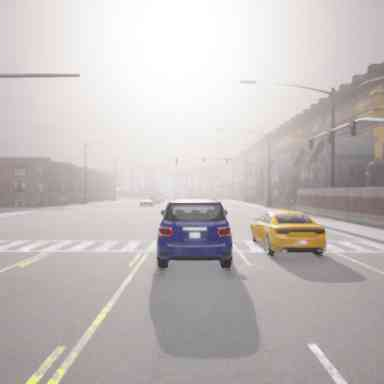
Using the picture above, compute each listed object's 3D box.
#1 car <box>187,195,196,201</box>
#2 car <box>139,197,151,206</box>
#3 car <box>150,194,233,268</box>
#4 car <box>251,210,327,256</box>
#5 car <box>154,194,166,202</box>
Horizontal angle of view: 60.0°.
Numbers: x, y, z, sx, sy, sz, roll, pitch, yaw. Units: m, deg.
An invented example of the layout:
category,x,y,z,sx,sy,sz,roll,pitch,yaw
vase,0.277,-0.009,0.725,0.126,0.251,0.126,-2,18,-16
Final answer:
category,x,y,z,sx,sy,sz,roll,pitch,yaw
car,-0.050,1.456,84.955,2.033,1.411,5.357,0,0,-3
car,-7.078,1.495,52.761,2.033,1.411,5.357,0,0,0
car,0.080,1.210,11.311,2.150,2.045,5.566,0,0,0
car,3.590,1.464,13.178,1.882,1.535,5.008,0,0,0
car,-7.007,1.284,72.692,2.097,1.767,4.553,0,0,0
